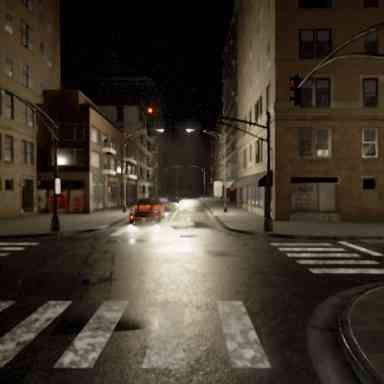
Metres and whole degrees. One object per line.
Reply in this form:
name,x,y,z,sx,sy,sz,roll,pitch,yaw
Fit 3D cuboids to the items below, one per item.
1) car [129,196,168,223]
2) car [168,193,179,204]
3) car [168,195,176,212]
car,-3.151,1.193,23.913,2.097,1.767,4.553,0,0,0
car,-3.178,0.977,54.290,2.097,1.767,4.553,0,0,0
car,-3.177,1.308,35.317,2.033,1.411,5.357,0,0,0
